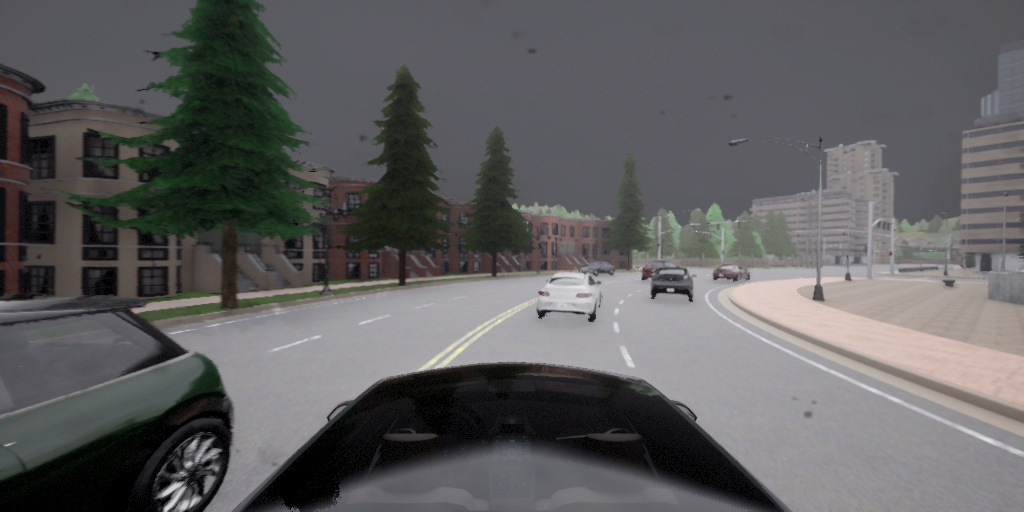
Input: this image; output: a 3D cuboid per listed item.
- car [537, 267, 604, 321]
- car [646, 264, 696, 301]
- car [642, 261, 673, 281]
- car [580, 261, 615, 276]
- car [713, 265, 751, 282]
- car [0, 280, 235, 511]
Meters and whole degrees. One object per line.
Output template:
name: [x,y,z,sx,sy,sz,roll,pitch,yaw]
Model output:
car: [2.091,1.270,12.516,1.812,1.442,4.674,1,0,16]
car: [8.239,1.321,18.320,1.837,1.490,4.892,0,0,27]
car: [12.776,1.197,30.263,2.097,1.767,4.553,1,0,43]
car: [8.663,1.259,36.518,4.902,1.511,2.128,1,0,-44]
car: [19.275,1.466,31.452,4.674,1.442,1.812,1,0,-39]
car: [-3.425,1.052,1.047,2.097,1.767,4.553,1,0,3]
